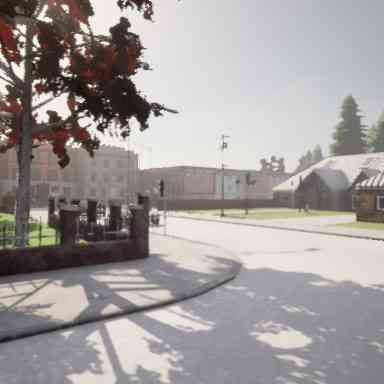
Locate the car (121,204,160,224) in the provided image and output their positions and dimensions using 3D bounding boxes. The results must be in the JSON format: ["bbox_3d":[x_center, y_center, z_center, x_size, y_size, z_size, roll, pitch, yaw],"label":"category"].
[{"bbox_3d":[-4.151,1.629,24.969,1.812,1.442,4.674,1,0,-36],"label":"car"}]

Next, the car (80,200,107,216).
[{"bbox_3d":[-10.040,1.595,33.284,2.128,1.511,4.902,1,0,-35],"label":"car"}]
